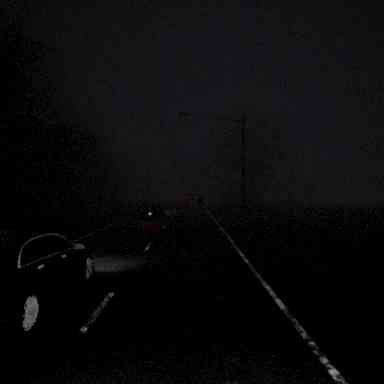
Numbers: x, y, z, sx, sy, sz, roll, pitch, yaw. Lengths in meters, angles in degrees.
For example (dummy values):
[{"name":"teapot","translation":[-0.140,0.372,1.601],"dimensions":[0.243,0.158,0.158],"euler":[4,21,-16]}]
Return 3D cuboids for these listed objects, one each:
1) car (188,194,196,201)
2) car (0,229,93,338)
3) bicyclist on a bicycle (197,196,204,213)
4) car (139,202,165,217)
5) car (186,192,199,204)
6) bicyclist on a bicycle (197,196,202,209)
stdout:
[{"name":"car","translation":[-0.001,1.244,74.715],"dimensions":[1.812,1.442,4.674],"euler":[0,0,0]},{"name":"car","translation":[-3.400,1.480,6.520],"dimensions":[1.837,1.490,4.892],"euler":[0,0,0]},{"name":"bicyclist on a bicycle","translation":[0.965,1.241,34.053],"dimensions":[0.659,1.776,1.843],"euler":[0,0,0]},{"name":"car","translation":[-3.402,1.489,29.278],"dimensions":[1.895,1.301,4.718],"euler":[0,0,0]},{"name":"car","translation":[0.066,1.000,58.823],"dimensions":[2.150,2.045,5.566],"euler":[0,0,0]},{"name":"bicyclist on a bicycle","translation":[0.964,1.290,42.846],"dimensions":[0.582,1.620,1.656],"euler":[0,0,0]}]
